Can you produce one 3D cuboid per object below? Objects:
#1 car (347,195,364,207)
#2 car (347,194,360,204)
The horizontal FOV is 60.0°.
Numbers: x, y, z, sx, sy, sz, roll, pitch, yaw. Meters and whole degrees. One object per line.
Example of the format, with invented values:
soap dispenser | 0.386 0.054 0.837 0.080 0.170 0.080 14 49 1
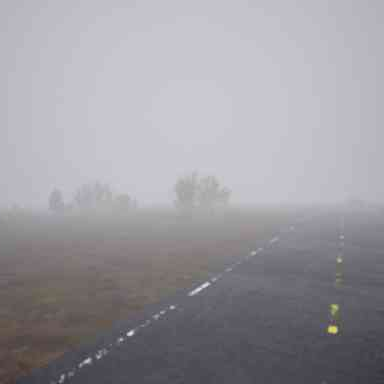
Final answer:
car | 25.291 1.525 51.281 1.812 1.442 4.674 -1 0 25
car | 32.185 1.367 66.395 2.097 1.767 4.553 -1 -1 25
